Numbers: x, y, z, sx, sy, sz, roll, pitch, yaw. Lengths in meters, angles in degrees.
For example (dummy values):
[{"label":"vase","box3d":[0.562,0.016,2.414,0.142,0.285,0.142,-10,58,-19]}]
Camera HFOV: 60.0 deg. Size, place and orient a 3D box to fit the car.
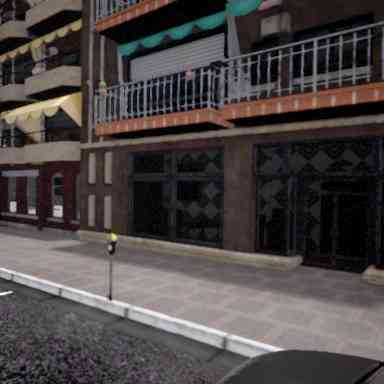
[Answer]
[{"label":"car","box3d":[1.950,1.557,1.472,4.403,1.369,2.008,1,1,36]}]
